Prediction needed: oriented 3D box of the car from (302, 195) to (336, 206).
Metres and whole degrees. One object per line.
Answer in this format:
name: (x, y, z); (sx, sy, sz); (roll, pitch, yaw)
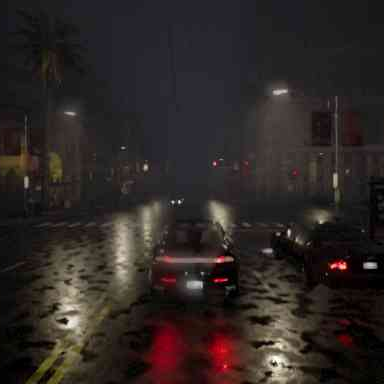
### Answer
car: (18.508, 1.250, 48.297); (5.008, 1.535, 1.882); (0, 0, 0)

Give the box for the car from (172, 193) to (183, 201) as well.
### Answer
car: (-3.491, 1.246, 74.231); (1.895, 1.301, 4.718); (0, 0, 0)

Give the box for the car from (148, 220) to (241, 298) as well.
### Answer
car: (0.060, 1.451, 8.423); (2.128, 1.511, 4.902); (0, 0, 0)

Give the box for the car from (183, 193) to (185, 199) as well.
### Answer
car: (-2.965, 1.056, 89.795); (1.882, 1.535, 5.008); (0, 0, 7)

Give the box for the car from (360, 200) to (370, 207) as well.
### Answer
car: (25.584, 1.336, 44.796); (5.357, 1.411, 2.033); (0, 0, 0)

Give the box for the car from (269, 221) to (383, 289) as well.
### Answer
car: (3.563, 1.504, 9.125); (2.033, 1.411, 5.357); (0, 0, 0)
